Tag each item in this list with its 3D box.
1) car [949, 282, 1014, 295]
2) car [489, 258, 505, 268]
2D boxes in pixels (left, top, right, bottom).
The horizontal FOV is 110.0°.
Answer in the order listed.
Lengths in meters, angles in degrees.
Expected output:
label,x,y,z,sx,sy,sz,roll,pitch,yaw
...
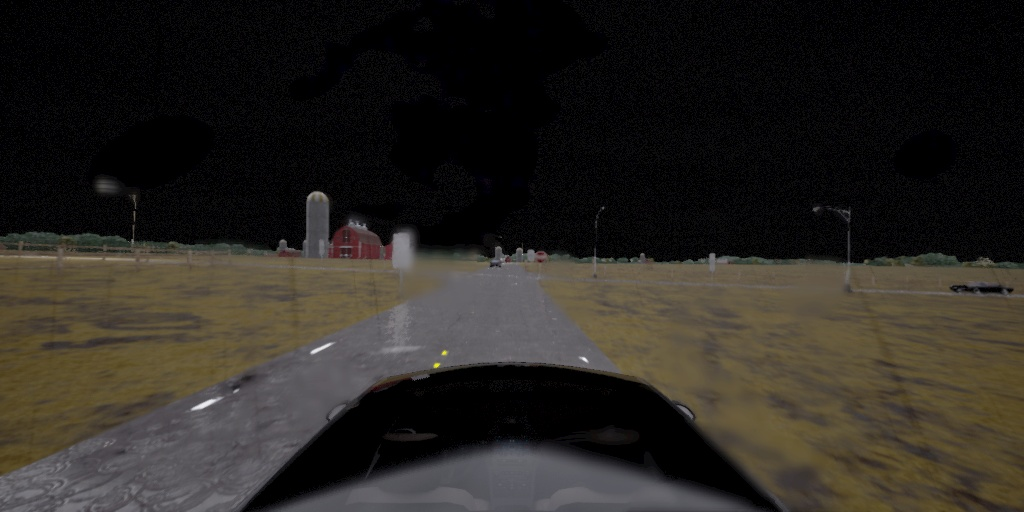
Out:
label,x,y,z,sx,sy,sz,roll,pitch,yaw
car,49.141,3.350,37.632,4.718,1.301,1.895,2,-1,0
car,-2.725,1.296,59.253,2.033,1.411,5.357,0,0,0
